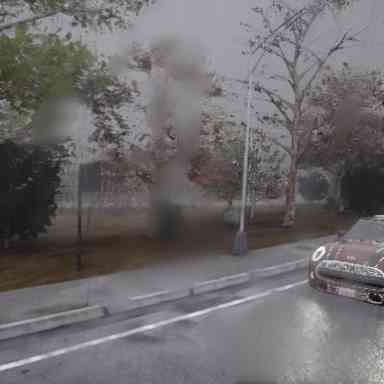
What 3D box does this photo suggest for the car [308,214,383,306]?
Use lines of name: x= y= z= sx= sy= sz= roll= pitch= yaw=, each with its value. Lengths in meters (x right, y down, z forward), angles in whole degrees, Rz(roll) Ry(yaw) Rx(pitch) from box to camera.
car: x=4.728 y=1.347 z=7.892 sx=4.553 sy=1.767 sz=2.097 roll=0 pitch=0 yaw=-40
